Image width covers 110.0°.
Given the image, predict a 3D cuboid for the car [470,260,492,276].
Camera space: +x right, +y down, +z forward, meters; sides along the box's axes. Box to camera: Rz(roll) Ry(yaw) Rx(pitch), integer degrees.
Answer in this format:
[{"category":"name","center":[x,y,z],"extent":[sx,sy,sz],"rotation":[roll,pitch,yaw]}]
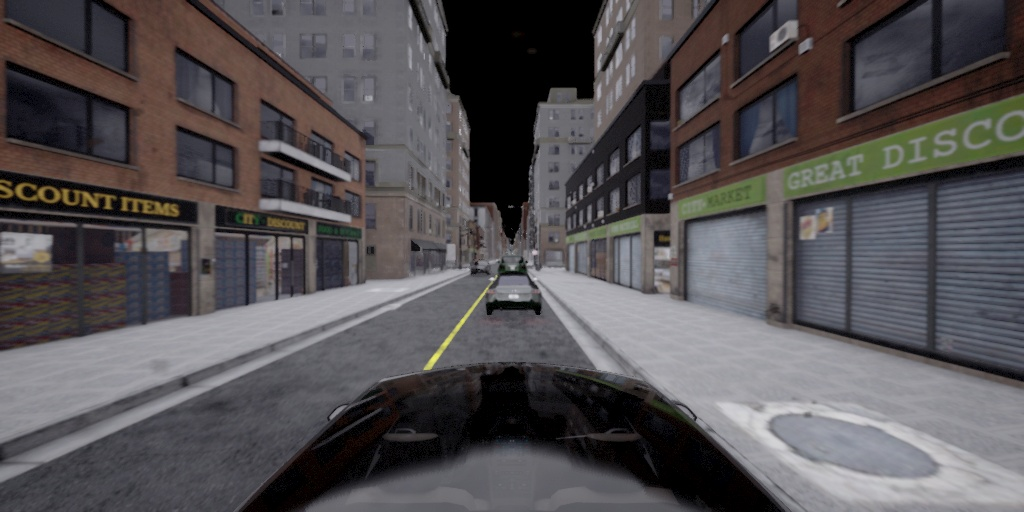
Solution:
[{"category":"car","center":[-3.066,1.196,36.076],"extent":[1.837,1.490,4.892],"rotation":[0,0,0]}]

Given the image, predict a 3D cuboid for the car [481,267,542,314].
[{"category":"car","center":[0.069,1.296,13.725],"extent":[1.994,1.385,4.181],"rotation":[0,0,0]}]

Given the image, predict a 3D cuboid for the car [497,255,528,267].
[{"category":"car","center":[0.063,0.928,27.452],"extent":[2.150,2.045,5.566],"rotation":[0,0,0]}]
